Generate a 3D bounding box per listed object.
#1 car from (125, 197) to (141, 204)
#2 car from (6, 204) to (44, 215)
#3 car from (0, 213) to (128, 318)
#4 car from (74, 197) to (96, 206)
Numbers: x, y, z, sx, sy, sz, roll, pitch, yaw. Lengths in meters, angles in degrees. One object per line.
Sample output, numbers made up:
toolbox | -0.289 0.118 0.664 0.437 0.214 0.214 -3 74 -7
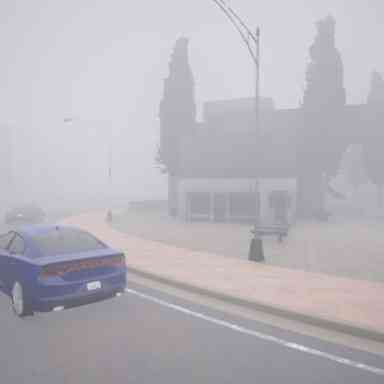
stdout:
car | -12.000 1.791 67.823 1.812 1.442 4.674 0 0 16
car | -12.509 1.602 25.160 1.994 1.385 4.181 0 0 -14
car | -3.431 1.494 7.652 1.882 1.535 5.008 0 0 -44
car | -18.744 1.689 58.687 1.812 1.442 4.674 0 0 19
